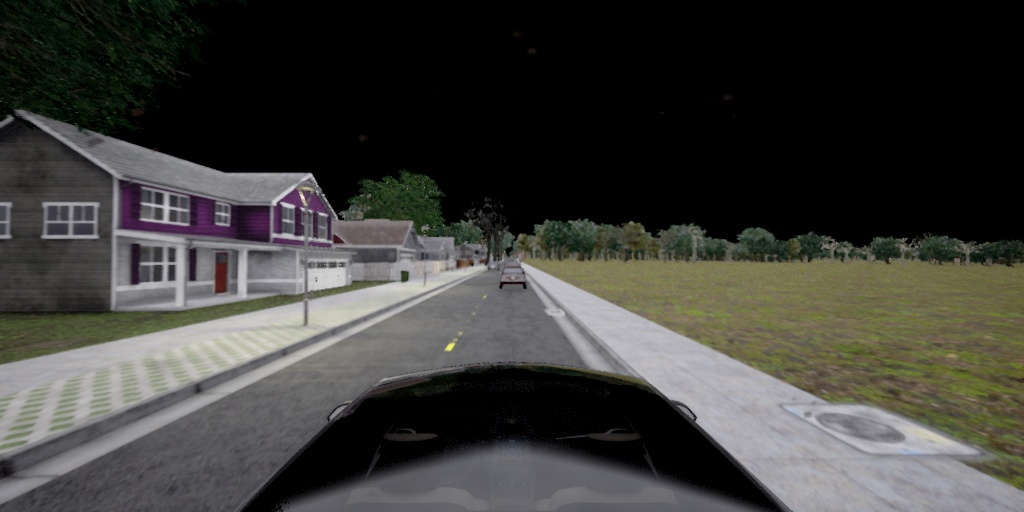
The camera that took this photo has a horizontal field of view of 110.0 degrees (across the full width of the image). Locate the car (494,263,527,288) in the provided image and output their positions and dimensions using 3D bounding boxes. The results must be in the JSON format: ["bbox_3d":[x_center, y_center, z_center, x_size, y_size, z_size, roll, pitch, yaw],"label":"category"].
[{"bbox_3d":[0.083,1.419,24.902,2.033,1.411,5.357,0,0,1],"label":"car"}]

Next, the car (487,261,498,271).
[{"bbox_3d":[-2.845,1.511,55.482,2.128,1.511,4.902,0,0,0],"label":"car"}]

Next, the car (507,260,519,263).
[{"bbox_3d":[0.072,1.307,42.128,2.097,1.767,4.553,0,0,0],"label":"car"}]
